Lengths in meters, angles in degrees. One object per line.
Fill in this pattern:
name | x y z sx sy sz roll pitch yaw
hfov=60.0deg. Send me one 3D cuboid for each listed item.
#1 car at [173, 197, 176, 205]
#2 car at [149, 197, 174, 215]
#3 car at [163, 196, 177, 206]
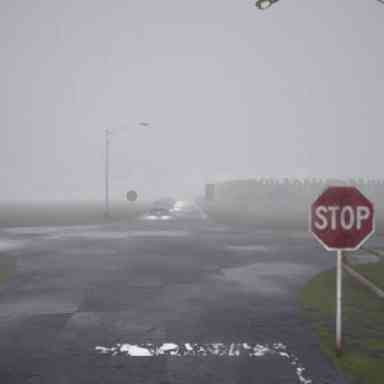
car | -3.398 1.517 44.382 2.033 1.411 5.357 0 0 -1
car | -3.185 1.528 33.662 2.033 1.411 5.357 0 0 -1
car | -3.715 1.501 57.070 2.033 1.411 5.357 0 0 -1
